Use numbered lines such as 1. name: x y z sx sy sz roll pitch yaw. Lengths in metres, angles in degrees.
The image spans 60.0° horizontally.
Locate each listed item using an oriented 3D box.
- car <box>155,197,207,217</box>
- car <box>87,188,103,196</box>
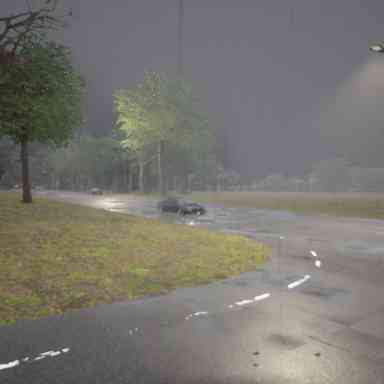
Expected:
1. car: -1.042 1.152 27.352 2.033 1.411 5.357 -1 2 -35
2. car: -18.819 -0.030 64.404 1.812 1.442 4.674 -1 2 -35
